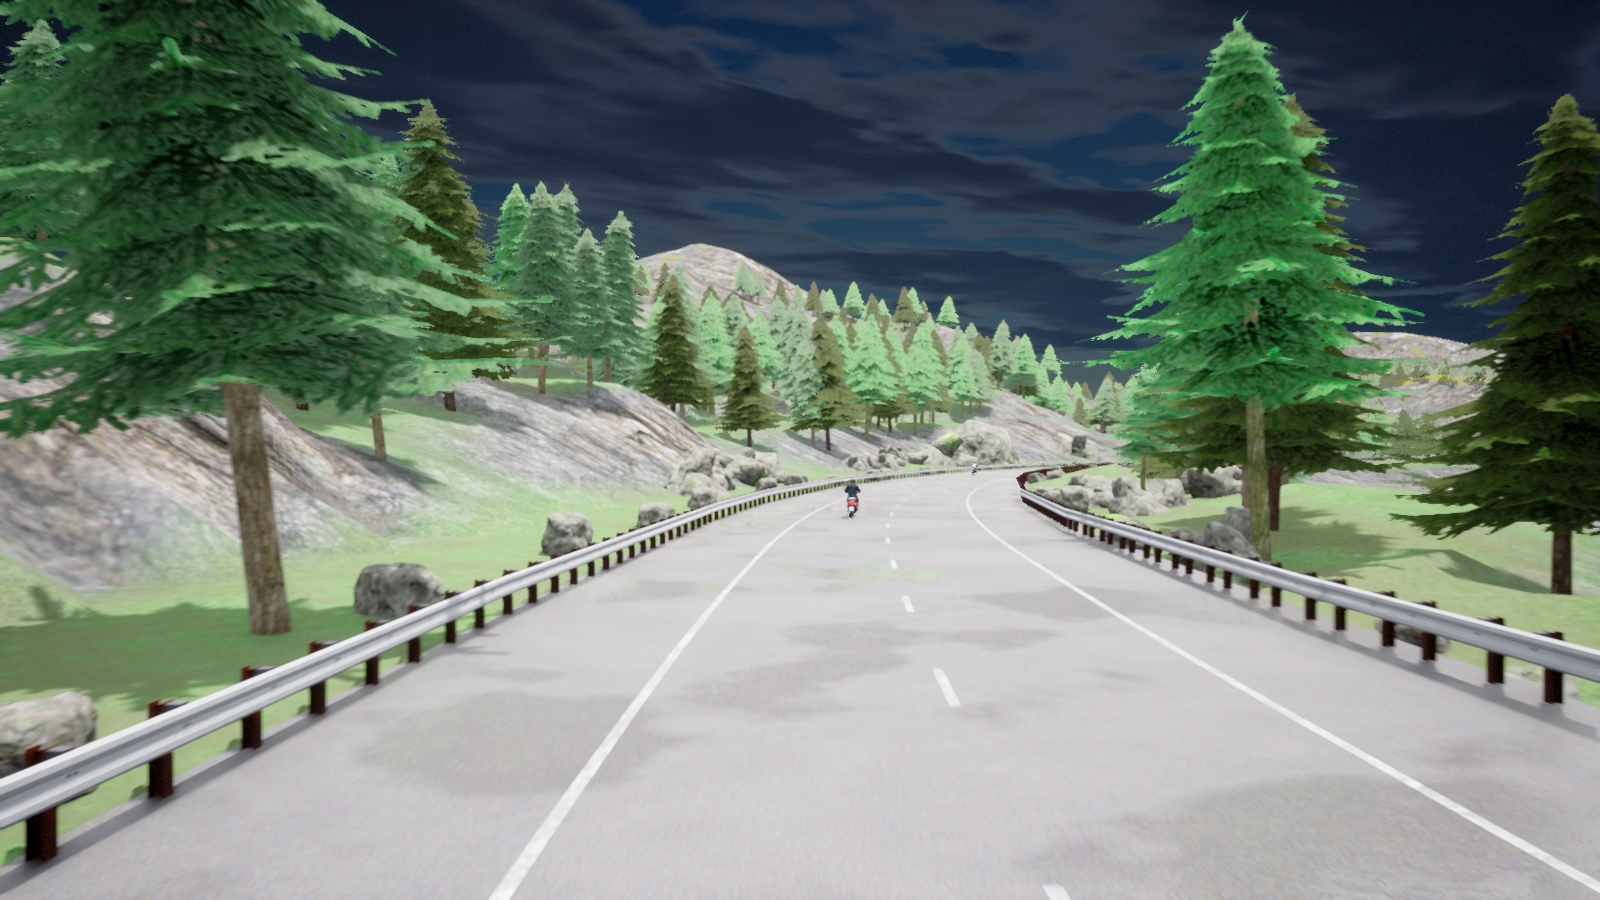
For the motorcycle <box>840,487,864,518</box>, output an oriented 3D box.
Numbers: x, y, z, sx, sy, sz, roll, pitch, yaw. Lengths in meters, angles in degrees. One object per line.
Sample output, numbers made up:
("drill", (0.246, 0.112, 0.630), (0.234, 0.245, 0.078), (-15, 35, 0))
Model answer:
("motorcycle", (2.186, 2.183, 47.757), (0.856, 1.236, 1.805), (1, 0, 6))
